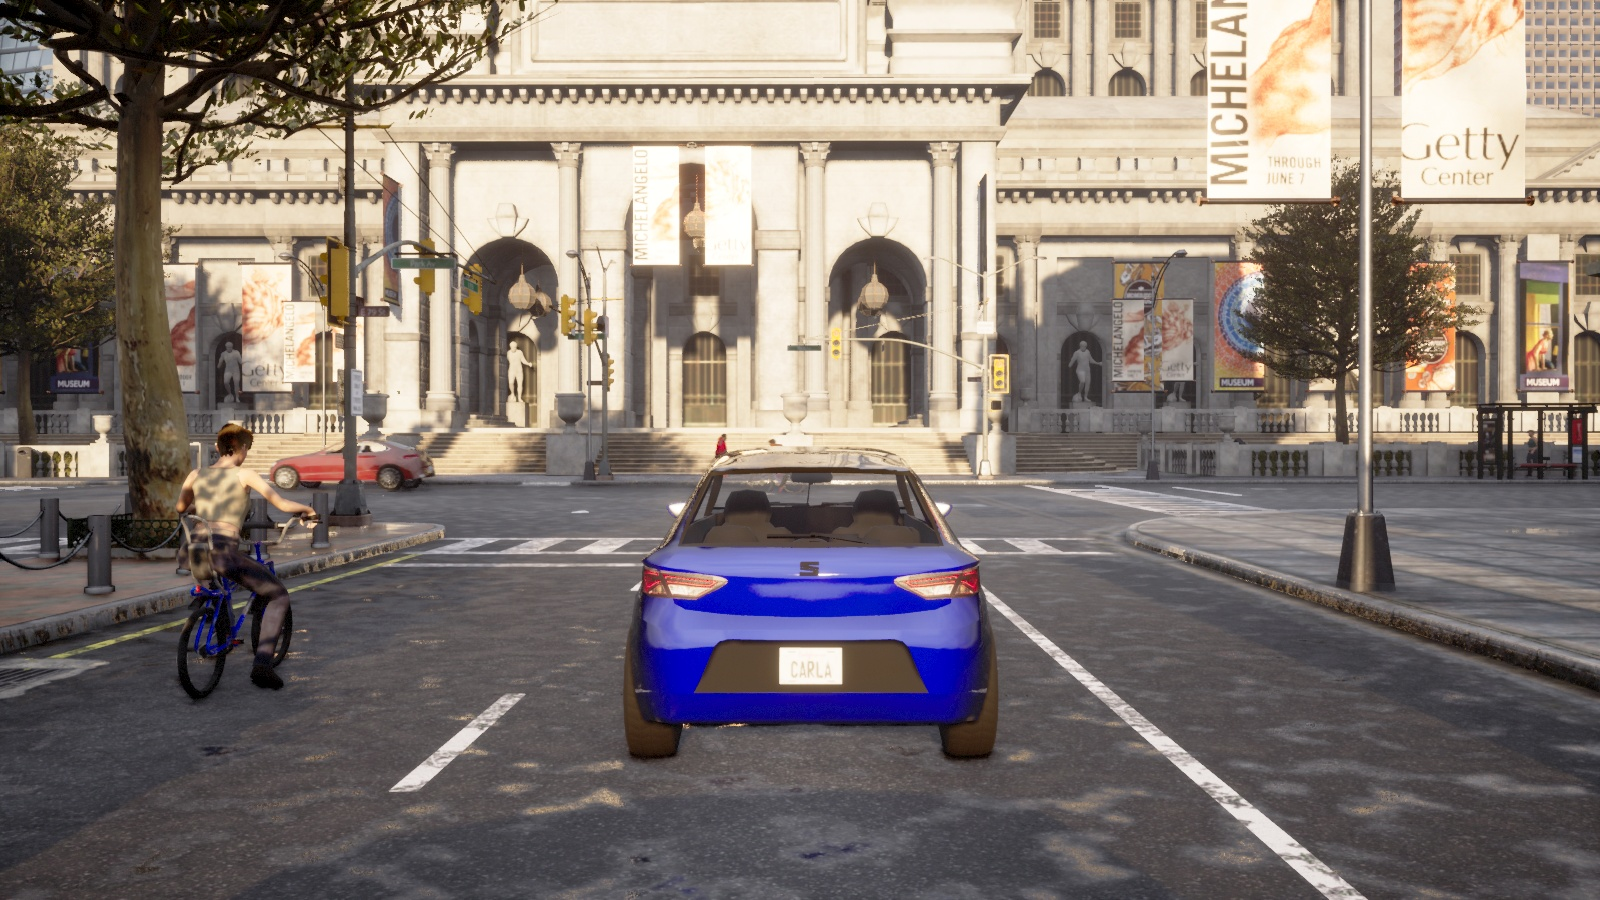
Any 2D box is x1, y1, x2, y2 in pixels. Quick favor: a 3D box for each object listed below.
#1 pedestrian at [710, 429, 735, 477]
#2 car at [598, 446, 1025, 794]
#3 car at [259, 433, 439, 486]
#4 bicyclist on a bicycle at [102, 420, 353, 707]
[{"bbox_3d":[-3.014,0.125,48.881,0.899,1.844,0.634,0,0,3],"label":"pedestrian"},{"bbox_3d":[0.057,0.718,7.451,1.816,1.474,4.193,0,0,0],"label":"car"},{"bbox_3d":[-14.517,0.284,40.615,5.027,1.651,2.152,0,0,1],"label":"car"},{"bbox_3d":[-3.492,0.636,7.820,0.866,1.612,1.509,0,0,0],"label":"bicyclist on a bicycle"}]
